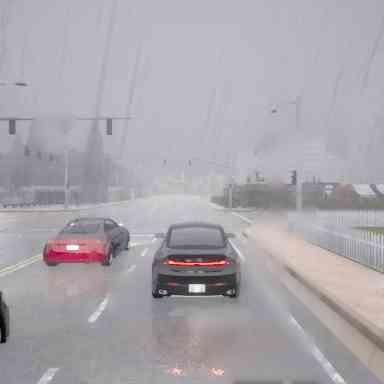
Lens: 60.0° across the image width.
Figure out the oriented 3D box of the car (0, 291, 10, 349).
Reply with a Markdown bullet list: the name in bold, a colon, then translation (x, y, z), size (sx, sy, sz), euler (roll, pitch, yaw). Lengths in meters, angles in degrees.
- **car**: translation (-3.408, 1.492, 2.609), size (2.128, 1.511, 4.902), euler (0, 0, 0)

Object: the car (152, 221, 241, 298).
- **car**: translation (0.088, 1.505, 8.478), size (1.837, 1.490, 4.892), euler (0, 0, 0)

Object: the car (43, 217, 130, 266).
- **car**: translation (-3.416, 1.564, 11.517), size (1.994, 1.385, 4.181), euler (0, 0, 0)
